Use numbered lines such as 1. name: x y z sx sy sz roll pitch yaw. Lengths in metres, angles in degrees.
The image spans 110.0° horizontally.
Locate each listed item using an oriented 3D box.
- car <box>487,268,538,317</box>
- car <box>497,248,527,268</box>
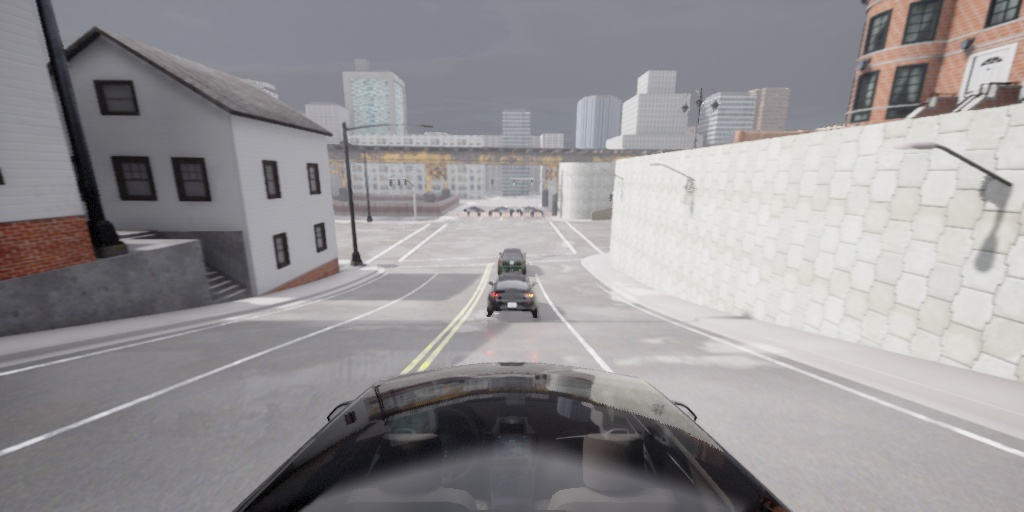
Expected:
1. car: 0.021 1.438 14.190 1.812 1.442 4.674 0 1 0
2. car: 0.055 0.150 27.031 2.097 1.767 4.553 0 9 2
